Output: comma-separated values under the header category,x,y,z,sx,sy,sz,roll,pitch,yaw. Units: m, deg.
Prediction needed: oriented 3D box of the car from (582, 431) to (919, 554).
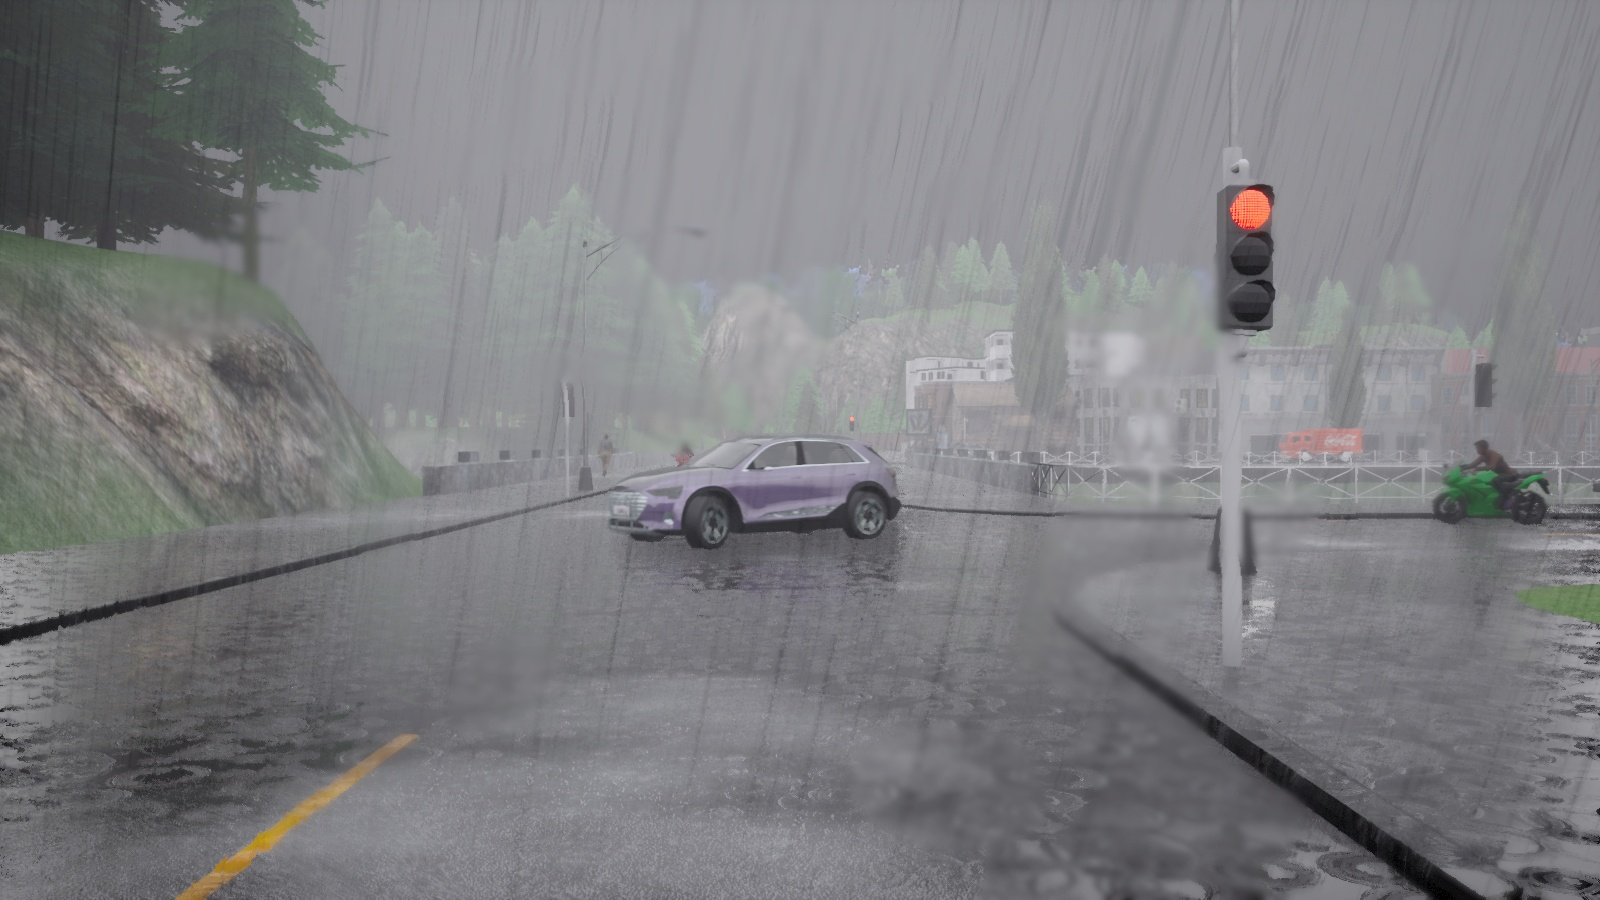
category,x,y,z,sx,sy,sz,roll,pitch,yaw
car,-0.661,0.568,19.178,4.856,1.649,2.033,0,0,-38

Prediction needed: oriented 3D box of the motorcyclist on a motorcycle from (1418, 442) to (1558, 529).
category,x,y,z,sx,sy,sz,roll,pitch,yaw
motorcyclist on a motorcycle,12.239,0.612,22.380,2.044,1.523,0.797,0,0,0

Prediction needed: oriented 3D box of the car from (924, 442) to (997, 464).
category,x,y,z,sx,sy,sz,roll,pitch,yaw
car,11.215,0.215,88.029,4.902,1.511,2.128,0,0,0

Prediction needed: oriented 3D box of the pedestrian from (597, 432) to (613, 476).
category,x,y,z,sx,sy,sz,roll,pitch,yaw
pedestrian,-8.246,0.149,53.230,0.540,1.848,0.694,0,0,3

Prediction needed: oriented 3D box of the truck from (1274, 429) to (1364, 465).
category,x,y,z,sx,sy,sz,roll,pitch,yaw
truck,36.293,-0.207,87.899,5.204,2.467,2.627,0,0,0
